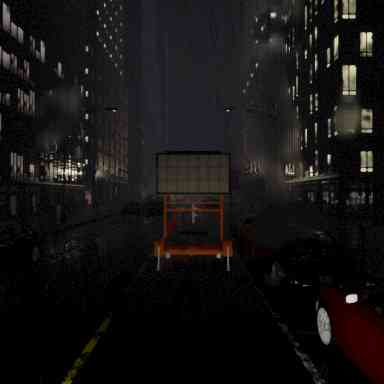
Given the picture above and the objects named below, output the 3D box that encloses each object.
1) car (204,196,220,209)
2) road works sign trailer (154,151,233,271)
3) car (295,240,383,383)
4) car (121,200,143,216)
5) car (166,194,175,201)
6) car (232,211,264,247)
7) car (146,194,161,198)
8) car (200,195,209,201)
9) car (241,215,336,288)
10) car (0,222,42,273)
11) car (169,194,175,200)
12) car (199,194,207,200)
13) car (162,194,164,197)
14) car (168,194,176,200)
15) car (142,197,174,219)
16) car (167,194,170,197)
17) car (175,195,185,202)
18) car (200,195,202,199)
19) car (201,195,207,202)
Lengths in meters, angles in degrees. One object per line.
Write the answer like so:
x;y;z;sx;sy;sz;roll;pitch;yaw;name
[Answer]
2.880;1.533;43.029;1.947;1.339;4.313;0;0;0;car
0.046;0.463;10.901;2.380;3.560;2.880;0;0;0;road works sign trailer
2.710;1.545;3.304;1.887;1.381;4.507;0;0;0;car
-5.549;1.527;31.725;1.887;1.381;4.507;0;0;0;car
-5.329;1.320;82.805;1.967;1.590;4.097;1;0;0;car
2.759;1.522;14.825;1.752;1.417;4.829;0;0;0;car
-5.499;1.408;43.077;1.967;1.590;4.097;0;0;0;car
3.050;1.446;82.751;1.947;1.339;4.313;1;0;0;car
2.734;1.550;8.978;2.008;1.369;4.403;0;0;0;car
-5.646;1.550;9.021;2.008;1.369;4.403;0;0;0;car
-5.376;1.226;71.454;2.192;1.841;5.009;1;0;0;car
3.099;1.390;94.101;1.887;1.381;4.507;1;0;0;car
-5.474;1.274;48.752;2.192;1.841;5.009;0;0;0;car
-5.306;1.388;88.311;1.752;1.417;4.829;1;0;0;car
-2.875;1.463;29.375;1.882;1.535;5.008;0;0;0;car
-5.428;1.519;60.102;1.802;1.307;4.206;1;0;0;car
-2.678;1.464;75.689;1.994;1.385;4.181;0;0;0;car
2.953;1.519;60.052;1.802;1.307;4.206;1;0;0;car
2.929;1.531;54.378;1.802;1.307;4.206;1;0;0;car
